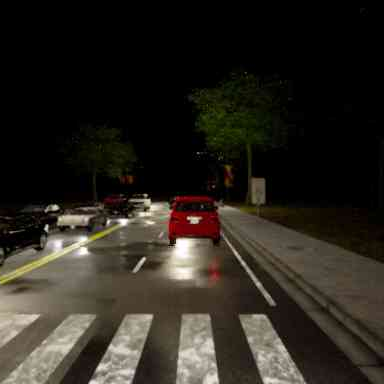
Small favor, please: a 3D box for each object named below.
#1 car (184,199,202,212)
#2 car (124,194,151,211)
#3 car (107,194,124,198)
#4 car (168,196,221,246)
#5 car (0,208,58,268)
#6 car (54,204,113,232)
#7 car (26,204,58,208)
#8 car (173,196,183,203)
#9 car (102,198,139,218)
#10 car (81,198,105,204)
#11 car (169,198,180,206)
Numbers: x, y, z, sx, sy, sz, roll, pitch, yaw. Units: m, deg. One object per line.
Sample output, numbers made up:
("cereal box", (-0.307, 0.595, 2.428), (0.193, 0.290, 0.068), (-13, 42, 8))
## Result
("car", (0.104, 1.621, 40.883), (2.033, 1.411, 5.357), (0, 0, 0))
("car", (-6.516, 1.296, 41.617), (2.150, 2.045, 5.566), (0, 0, 0))
("car", (-9.745, 1.297, 42.088), (2.150, 2.045, 5.566), (0, 0, 0))
("car", (0.102, 1.244, 15.606), (2.150, 2.045, 5.566), (0, 0, 0))
("car", (-6.594, 1.521, 11.357), (1.837, 1.490, 4.892), (0, 0, 0))
("car", (-6.588, 1.632, 20.614), (1.895, 1.301, 4.718), (0, 0, 1))
("car", (-9.833, 1.524, 21.564), (2.128, 1.511, 4.902), (0, 0, 0))
("car", (-3.241, 1.710, 77.019), (1.994, 1.385, 4.181), (0, 0, 0))
("car", (-6.534, 1.556, 30.941), (1.837, 1.490, 4.892), (0, 0, 0))
("car", (-9.770, 1.600, 31.741), (2.033, 1.411, 5.357), (0, 0, 0))
("car", (-3.149, 1.719, 60.388), (1.895, 1.301, 4.718), (0, 0, 0))
